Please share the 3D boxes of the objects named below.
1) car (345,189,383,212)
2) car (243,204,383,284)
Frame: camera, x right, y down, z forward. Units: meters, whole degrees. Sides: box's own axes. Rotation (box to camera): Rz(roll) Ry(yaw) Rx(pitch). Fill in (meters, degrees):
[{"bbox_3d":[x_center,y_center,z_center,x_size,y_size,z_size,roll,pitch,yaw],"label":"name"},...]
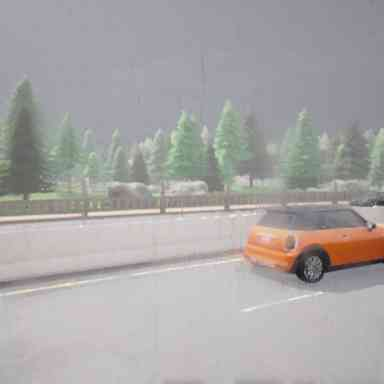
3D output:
[{"bbox_3d":[15.878,0.651,28.720,4.553,1.767,2.097,-1,1,-15],"label":"car"},{"bbox_3d":[3.716,1.157,9.104,4.553,1.767,2.097,-1,1,-26],"label":"car"}]
